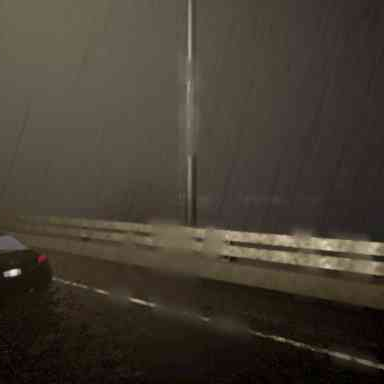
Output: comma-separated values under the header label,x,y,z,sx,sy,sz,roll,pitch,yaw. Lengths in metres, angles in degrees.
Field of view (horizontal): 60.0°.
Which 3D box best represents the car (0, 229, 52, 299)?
label,x,y,z,sx,sy,sz,roll,pitch,yaw
car,-5.126,1.552,7.690,4.181,1.385,1.994,0,0,36
